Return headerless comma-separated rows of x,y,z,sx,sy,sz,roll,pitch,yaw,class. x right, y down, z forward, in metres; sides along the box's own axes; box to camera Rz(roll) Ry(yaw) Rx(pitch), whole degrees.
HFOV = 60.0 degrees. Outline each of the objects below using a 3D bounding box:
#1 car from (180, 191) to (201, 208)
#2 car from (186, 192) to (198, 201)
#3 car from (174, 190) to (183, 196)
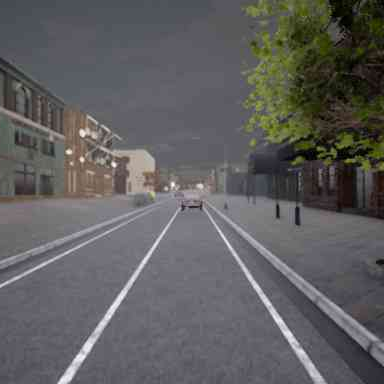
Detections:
0.008,0.955,30.579,2.163,1.488,4.792,0,0,0,car
0.016,0.749,61.698,2.033,1.649,4.856,0,0,0,car
-2.980,0.465,78.170,2.150,2.045,5.566,0,0,0,car
